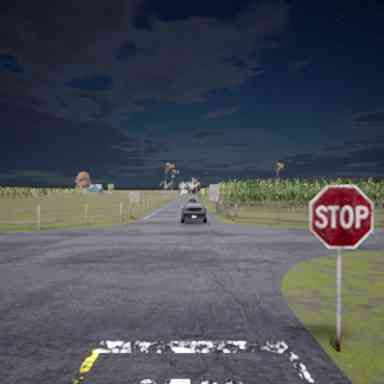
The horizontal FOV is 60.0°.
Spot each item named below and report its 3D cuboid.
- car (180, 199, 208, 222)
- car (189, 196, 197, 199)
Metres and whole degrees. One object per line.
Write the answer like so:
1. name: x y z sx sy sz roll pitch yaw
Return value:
1. car: 0.163 1.517 26.128 1.837 1.490 4.892 0 0 0
2. car: 0.180 1.596 72.960 1.895 1.301 4.718 0 0 0
